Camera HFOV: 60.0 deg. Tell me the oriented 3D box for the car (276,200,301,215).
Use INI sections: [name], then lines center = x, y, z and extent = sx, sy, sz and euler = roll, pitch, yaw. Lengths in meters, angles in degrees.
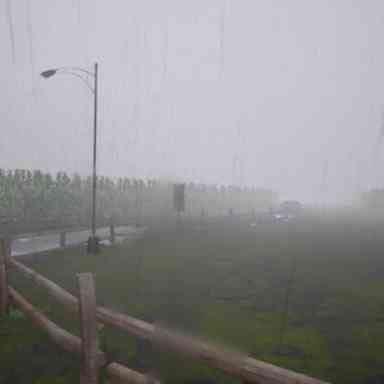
[car]
center = 14.491, 2.264, 49.570
extent = 2.150, 2.045, 5.566
euler = 0, -1, 36
